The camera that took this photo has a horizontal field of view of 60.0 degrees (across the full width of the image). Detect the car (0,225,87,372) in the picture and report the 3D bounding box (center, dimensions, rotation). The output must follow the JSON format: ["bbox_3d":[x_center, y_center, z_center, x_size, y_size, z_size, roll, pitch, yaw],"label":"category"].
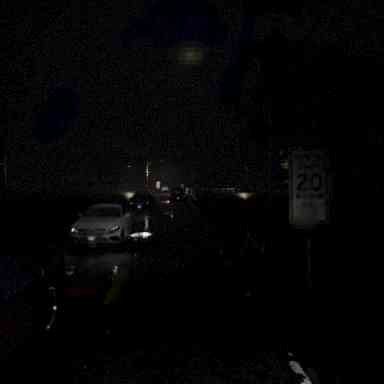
[{"bbox_3d":[-2.953,1.459,3.617,2.033,1.411,5.357,0,2,-3],"label":"car"}]

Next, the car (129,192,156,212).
[{"bbox_3d":[-4.013,0.785,27.228,2.128,1.511,4.902,0,1,-2],"label":"car"}]

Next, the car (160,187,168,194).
[{"bbox_3d":[-6.139,-0.385,75.531,2.033,1.411,5.357,0,1,-3],"label":"car"}]

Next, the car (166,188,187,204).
[{"bbox_3d":[-1.587,0.571,38.207,1.994,1.385,4.181,0,1,-2],"label":"car"}]

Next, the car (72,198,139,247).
[{"bbox_3d":[-3.389,1.180,13.213,1.812,1.442,4.674,0,2,-3],"label":"car"}]

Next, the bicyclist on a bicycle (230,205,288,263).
[{"bbox_3d":[1.874,1.190,9.283,1.656,1.620,0.582,0,1,-3],"label":"bicyclist on a bicycle"}]
